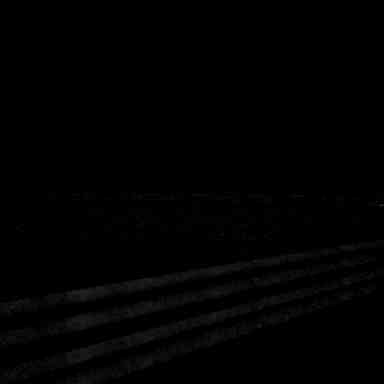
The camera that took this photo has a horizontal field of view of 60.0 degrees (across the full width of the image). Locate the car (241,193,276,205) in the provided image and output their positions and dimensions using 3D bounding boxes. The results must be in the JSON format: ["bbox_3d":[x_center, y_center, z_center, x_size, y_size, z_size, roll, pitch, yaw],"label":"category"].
[{"bbox_3d":[9.338,0.909,46.721,4.902,1.511,2.128,1,0,9],"label":"car"}]

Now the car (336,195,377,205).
[{"bbox_3d":[23.676,1.130,48.113,5.357,1.411,2.033,1,0,9],"label":"car"}]
